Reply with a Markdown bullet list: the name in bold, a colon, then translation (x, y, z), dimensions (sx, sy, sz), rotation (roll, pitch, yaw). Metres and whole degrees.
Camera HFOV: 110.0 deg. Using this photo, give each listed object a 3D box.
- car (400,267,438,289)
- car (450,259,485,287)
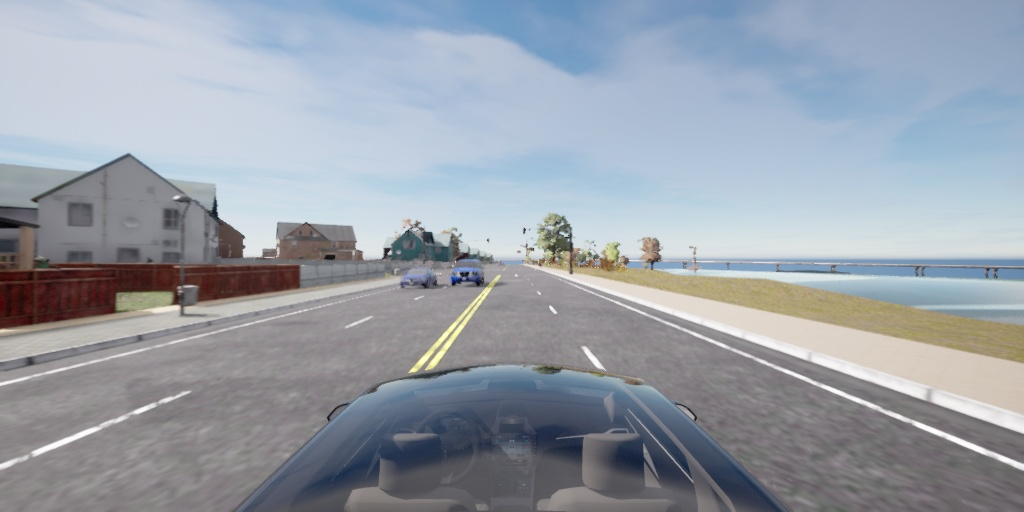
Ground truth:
- **car**: translation (-6.598, 1.552, 25.812), dimensions (1.812, 1.442, 4.674), rotation (0, -1, 0)
- **car**: translation (-3.347, 1.273, 27.955), dimensions (2.150, 2.045, 5.566), rotation (0, -1, 0)
